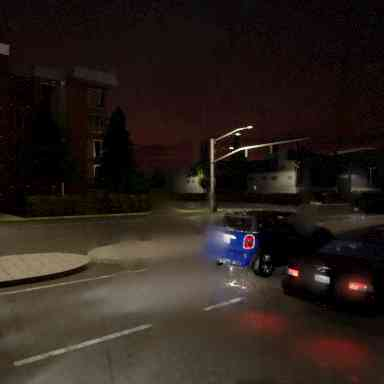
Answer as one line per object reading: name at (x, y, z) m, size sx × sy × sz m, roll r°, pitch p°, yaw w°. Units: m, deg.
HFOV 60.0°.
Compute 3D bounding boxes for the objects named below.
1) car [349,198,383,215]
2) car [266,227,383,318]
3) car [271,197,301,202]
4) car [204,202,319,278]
car at (17.900, 1.491, 34.128) m, size 4.902 × 1.511 × 2.128 m, roll 0°, pitch 0°, yaw -41°
car at (4.217, 1.547, 7.294) m, size 5.357 × 1.411 × 2.033 m, roll 0°, pitch 0°, yaw -38°
car at (14.750, 1.492, 52.335) m, size 2.128 × 1.511 × 4.902 m, roll -1°, pitch 0°, yaw -42°
car at (2.595, 1.352, 10.475) m, size 4.553 × 1.767 × 2.097 m, roll 0°, pitch 0°, yaw -38°
